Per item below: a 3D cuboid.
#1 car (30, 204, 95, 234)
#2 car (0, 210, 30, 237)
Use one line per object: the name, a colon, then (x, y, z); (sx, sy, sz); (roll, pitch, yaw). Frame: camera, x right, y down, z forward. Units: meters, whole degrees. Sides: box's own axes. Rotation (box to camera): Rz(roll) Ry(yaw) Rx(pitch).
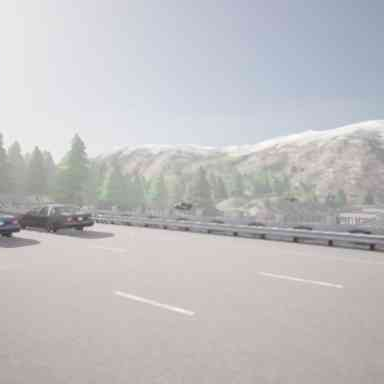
car: (-7.597, 1.364, 18.010); (5.357, 1.411, 2.033); (0, 0, 36)
car: (-10.075, 1.360, 15.478); (5.357, 1.411, 2.033); (1, 0, 36)
